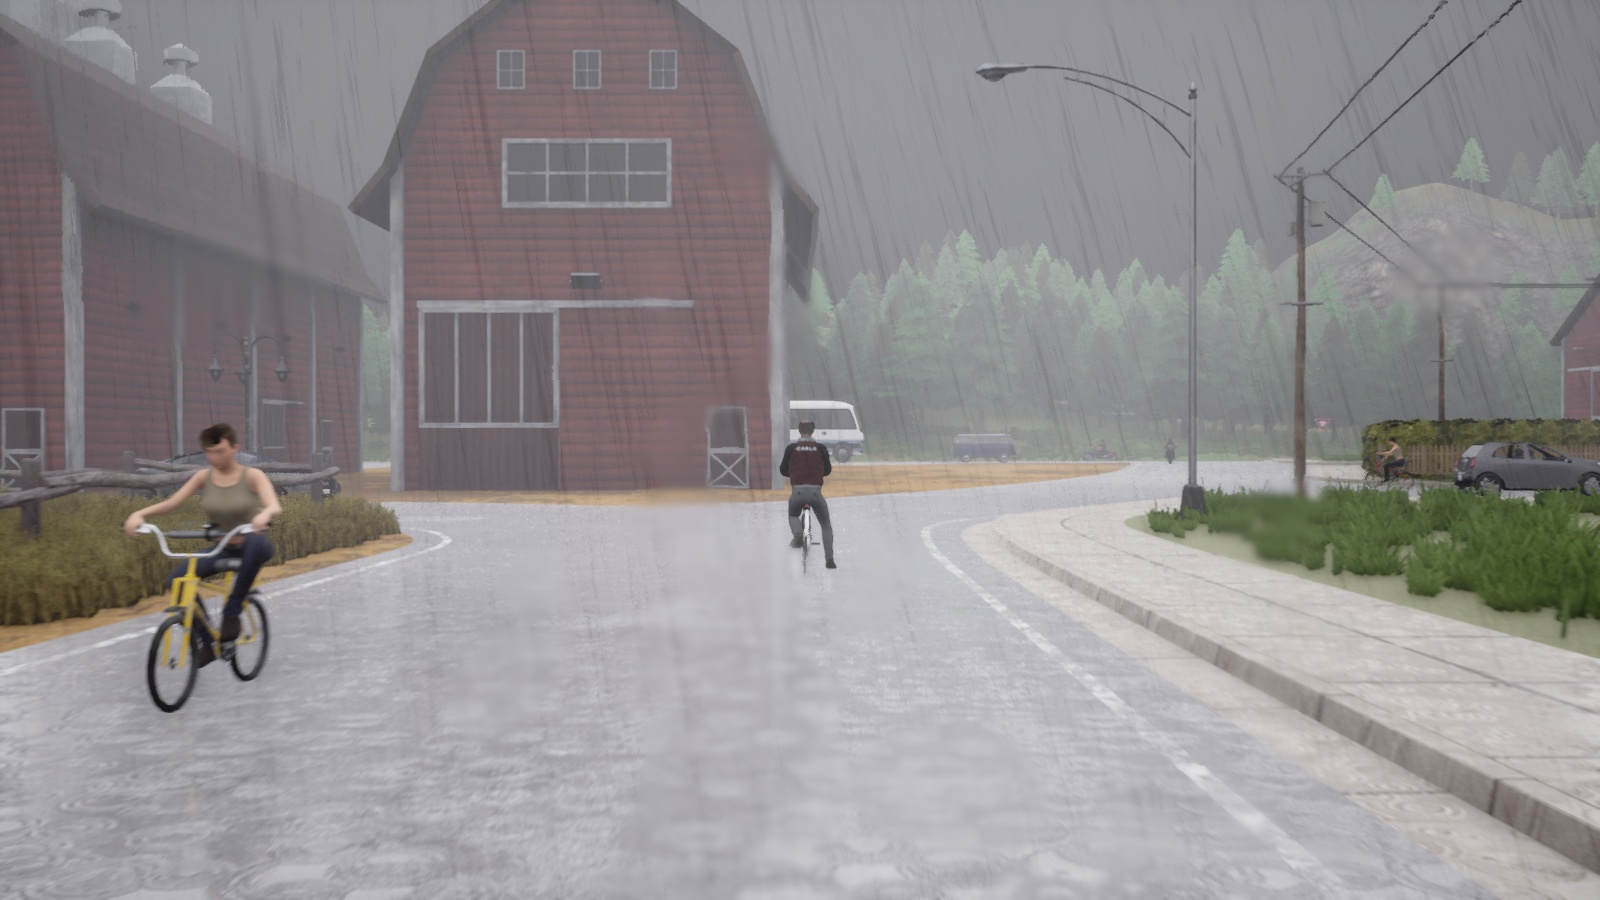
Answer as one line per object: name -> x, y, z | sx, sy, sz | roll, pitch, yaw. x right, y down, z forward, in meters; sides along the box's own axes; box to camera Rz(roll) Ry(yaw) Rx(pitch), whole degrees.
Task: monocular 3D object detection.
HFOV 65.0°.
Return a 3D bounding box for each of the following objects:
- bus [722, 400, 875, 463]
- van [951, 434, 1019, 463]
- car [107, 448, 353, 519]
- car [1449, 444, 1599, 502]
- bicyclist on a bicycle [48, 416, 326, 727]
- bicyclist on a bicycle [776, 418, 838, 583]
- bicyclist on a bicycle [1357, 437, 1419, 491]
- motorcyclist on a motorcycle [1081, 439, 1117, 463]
bus -> -0.085, -1.257, 86.510 | 10.273, 4.253, 3.944 | 0, 0, 1
van -> 12.692, -0.117, 86.387 | 4.442, 1.987, 1.775 | 0, 0, 1
car -> -11.684, 0.655, 25.912 | 4.181, 1.385, 1.994 | 0, 0, 4
car -> 19.748, 0.586, 33.815 | 3.633, 1.501, 1.845 | 0, 0, 11
bicyclist on a bicycle -> -3.465, 0.638, 7.272 | 0.866, 1.612, 1.509 | 0, -1, 0
bicyclist on a bicycle -> 0.073, 0.536, 14.484 | 0.659, 1.776, 1.843 | 0, 1, 0
bicyclist on a bicycle -> 18.422, 0.427, 39.357 | 1.509, 1.612, 0.866 | 2, 0, 43
motorcyclist on a motorcycle -> 21.386, 0.068, 89.801 | 2.350, 1.649, 0.766 | 0, 0, 1
